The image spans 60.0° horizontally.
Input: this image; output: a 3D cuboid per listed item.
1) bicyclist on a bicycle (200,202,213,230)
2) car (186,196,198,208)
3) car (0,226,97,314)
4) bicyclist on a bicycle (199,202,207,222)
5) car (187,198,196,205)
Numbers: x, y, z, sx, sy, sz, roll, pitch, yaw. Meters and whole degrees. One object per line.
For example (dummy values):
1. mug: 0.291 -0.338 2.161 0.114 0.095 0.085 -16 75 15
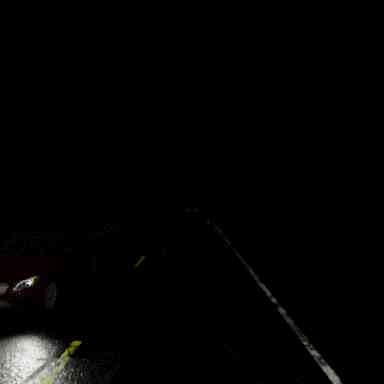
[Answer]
1. bicyclist on a bicycle: 0.938 1.554 20.173 0.659 1.776 1.843 0 0 0
2. car: 0.024 1.963 56.511 2.128 1.511 4.902 0 -1 0
3. car: -3.610 1.600 7.923 1.812 1.442 4.674 0 -1 0
4. bicyclist on a bicycle: 0.927 1.710 28.762 0.582 1.620 1.656 0 -1 0
5. car: -0.095 2.135 73.538 2.033 1.411 5.357 0 0 0
